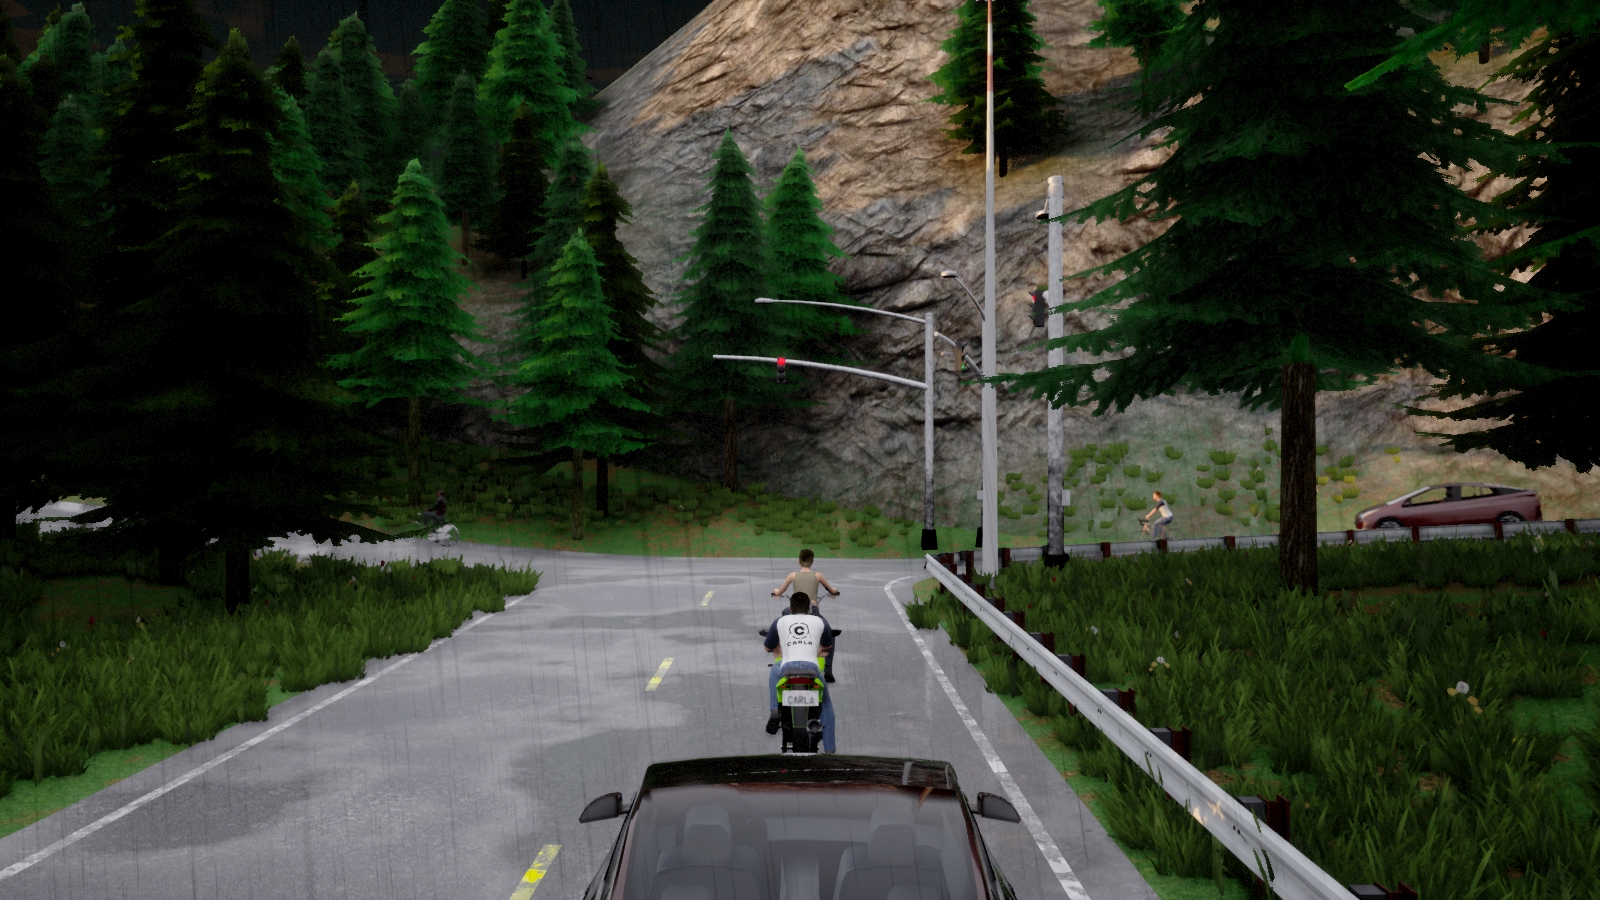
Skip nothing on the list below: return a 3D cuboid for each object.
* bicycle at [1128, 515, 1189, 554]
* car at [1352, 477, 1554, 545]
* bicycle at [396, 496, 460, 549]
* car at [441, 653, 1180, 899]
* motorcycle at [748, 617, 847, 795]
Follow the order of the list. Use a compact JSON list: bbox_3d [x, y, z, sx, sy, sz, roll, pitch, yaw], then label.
[{"bbox_3d":[10.698,2.525,34.083,1.643,1.024,0.373,-5,-2,20],"label":"bicycle"},{"bbox_3d":[17.771,1.679,31.388,4.514,1.525,2.007,-5,-2,23],"label":"car"},{"bbox_3d":[-11.544,2.239,35.450,1.835,1.471,0.329,5,0,7],"label":"bicycle"},{"bbox_3d":[0.029,2.063,5.012,2.163,1.488,4.792,0,0,0],"label":"car"},{"bbox_3d":[-0.020,2.213,10.238,0.803,1.145,2.033,0,0,0],"label":"motorcycle"}]
